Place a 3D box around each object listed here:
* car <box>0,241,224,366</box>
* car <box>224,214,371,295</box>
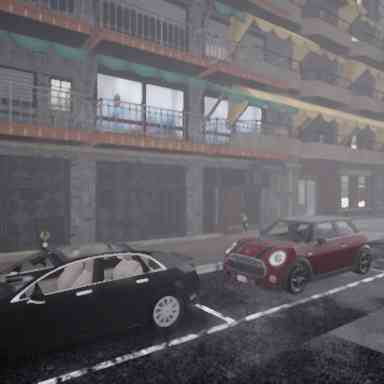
[{"bbox_3d":[-1.884,1.535,5.199,4.403,1.369,2.008,-1,1,-35],"label":"car"},{"bbox_3d":[2.724,1.358,8.468,4.097,1.590,1.967,-1,1,-35],"label":"car"}]
